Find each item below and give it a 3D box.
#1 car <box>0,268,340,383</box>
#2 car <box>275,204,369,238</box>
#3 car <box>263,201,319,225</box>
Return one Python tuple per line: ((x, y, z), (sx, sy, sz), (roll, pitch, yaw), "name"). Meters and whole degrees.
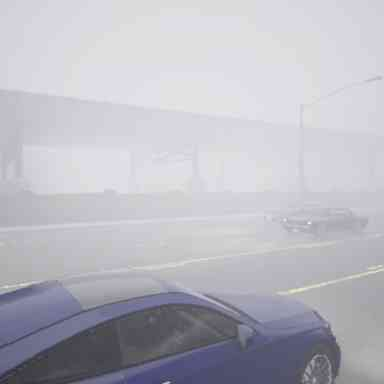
((-0.537, 1.494, 3.108), (4.674, 1.442, 1.812), (0, 0, -36), "car")
((6.662, 1.450, 16.611), (4.718, 1.301, 1.895), (0, 1, -33), "car")
((6.573, 1.297, 20.707), (4.902, 1.511, 2.128), (0, 1, -33), "car")
